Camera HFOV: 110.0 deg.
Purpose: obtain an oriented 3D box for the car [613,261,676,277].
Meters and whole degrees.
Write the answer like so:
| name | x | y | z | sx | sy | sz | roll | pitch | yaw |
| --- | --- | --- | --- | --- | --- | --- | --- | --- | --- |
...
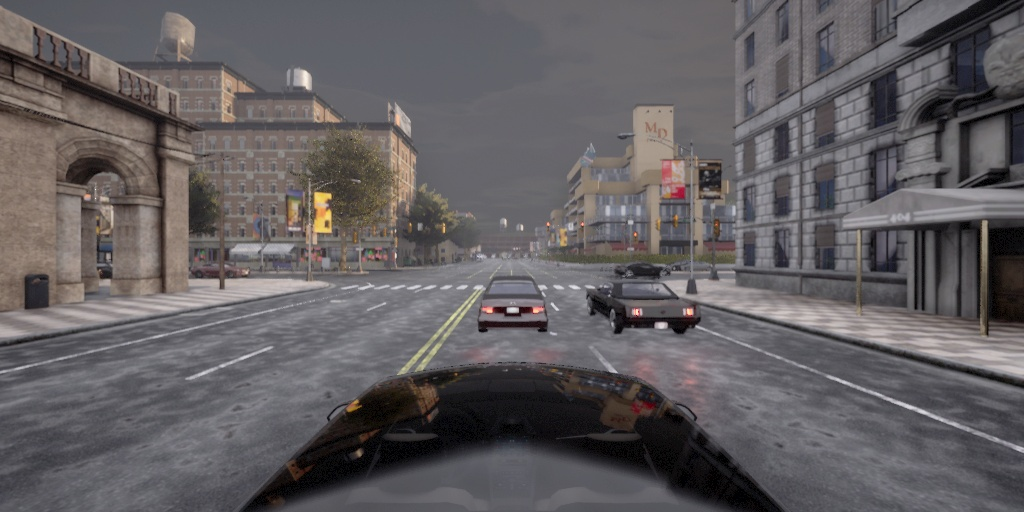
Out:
| name | x | y | z | sx | sy | sz | roll | pitch | yaw |
| --- | --- | --- | --- | --- | --- | --- | --- | --- | --- |
| car | 11.937 | 1.221 | 32.998 | 5.008 | 1.535 | 1.882 | 0 | 0 | 0 |

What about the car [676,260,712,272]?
| name | x | y | z | sx | sy | sz | roll | pitch | yaw |
| --- | --- | --- | --- | --- | --- | --- | --- | --- | --- |
| car | 22.710 | 1.306 | 44.716 | 4.181 | 1.385 | 1.994 | 0 | 0 | 0 |

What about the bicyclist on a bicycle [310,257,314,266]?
| name | x | y | z | sx | sy | sz | roll | pitch | yaw |
| --- | --- | --- | --- | --- | --- | --- | --- | --- | --- |
| bicyclist on a bicycle | -31.368 | 1.040 | 55.874 | 0.582 | 1.620 | 1.656 | 0 | 0 | 0 |

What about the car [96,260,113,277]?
| name | x | y | z | sx | sy | sz | roll | pitch | yaw |
| --- | --- | --- | --- | --- | --- | --- | --- | --- | --- |
| car | -36.753 | 1.270 | 32.884 | 4.674 | 1.442 | 1.812 | 0 | 0 | 0 |

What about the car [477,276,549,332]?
| name | x | y | z | sx | sy | sz | roll | pitch | yaw |
| --- | --- | --- | --- | --- | --- | --- | --- | --- | --- |
| car | 0.019 | 1.296 | 10.779 | 2.033 | 1.411 | 5.357 | 0 | 0 | 0 |

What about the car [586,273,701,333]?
| name | x | y | z | sx | sy | sz | roll | pitch | yaw |
| --- | --- | --- | --- | --- | --- | --- | --- | --- | --- |
| car | 3.520 | 1.349 | 10.661 | 1.895 | 1.301 | 4.718 | 0 | 0 | 0 |

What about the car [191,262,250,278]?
| name | x | y | z | sx | sy | sz | roll | pitch | yaw |
| --- | --- | --- | --- | --- | --- | --- | --- | --- | --- |
| car | -26.696 | 1.270 | 32.905 | 4.674 | 1.442 | 1.812 | 0 | 0 | 0 |

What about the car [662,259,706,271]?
| name | x | y | z | sx | sy | sz | roll | pitch | yaw |
| --- | --- | --- | --- | --- | --- | --- | --- | --- | --- |
| car | 23.005 | 1.233 | 48.212 | 4.902 | 1.511 | 2.128 | 0 | 0 | 0 |
